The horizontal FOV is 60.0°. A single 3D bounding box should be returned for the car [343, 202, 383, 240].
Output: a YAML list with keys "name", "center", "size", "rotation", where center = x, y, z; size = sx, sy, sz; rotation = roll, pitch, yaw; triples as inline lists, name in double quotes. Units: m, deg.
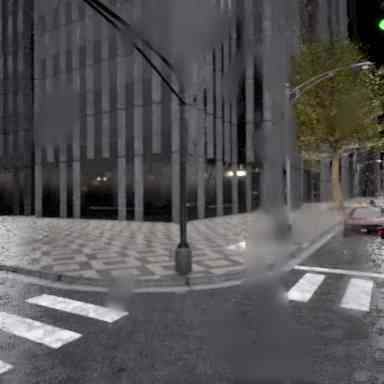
- name: "car"
  center: [9.266, 1.519, 17.717]
  size: [1.882, 1.535, 5.008]
  rotation: [-1, 0, 30]

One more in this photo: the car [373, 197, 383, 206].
- name: "car"
  center: [32.218, 1.635, 57.106]
  size: [1.837, 1.490, 4.892]
  rotation: [-1, 0, 30]

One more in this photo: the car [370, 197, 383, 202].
- name: "car"
  center: [21.015, 1.605, 37.879]
  size: [1.812, 1.442, 4.674]
  rotation: [-1, 0, 30]
